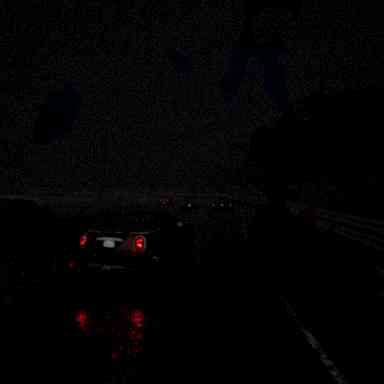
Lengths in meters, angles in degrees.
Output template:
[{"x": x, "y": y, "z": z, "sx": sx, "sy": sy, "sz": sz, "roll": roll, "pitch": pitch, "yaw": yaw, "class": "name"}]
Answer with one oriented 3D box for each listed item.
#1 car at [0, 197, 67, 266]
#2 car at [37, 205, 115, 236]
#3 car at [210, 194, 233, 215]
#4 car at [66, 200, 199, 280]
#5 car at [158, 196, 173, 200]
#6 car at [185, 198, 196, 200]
[{"x": -5.356, "y": 1.138, "z": 9.177, "sx": 2.150, "sy": 2.045, "sz": 5.566, "roll": 1, "pitch": 0, "yaw": 18, "class": "car"}, {"x": -6.286, "y": 1.469, "z": 18.719, "sx": 1.895, "sy": 1.301, "sz": 4.718, "roll": 1, "pitch": 0, "yaw": 13, "class": "car"}, {"x": 2.983, "y": 1.222, "z": 32.906, "sx": 2.097, "sy": 1.767, "sz": 4.553, "roll": 0, "pitch": 0, "yaw": 5, "class": "car"}, {"x": -1.416, "y": 1.295, "z": 10.184, "sx": 2.097, "sy": 1.767, "sz": 4.553, "roll": 0, "pitch": 0, "yaw": 17, "class": "car"}, {"x": -3.683, "y": 1.267, "z": 46.554, "sx": 1.837, "sy": 1.490, "sz": 4.892, "roll": 1, "pitch": 0, "yaw": -2, "class": "car"}, {"x": -0.194, "y": 1.388, "z": 38.128, "sx": 1.994, "sy": 1.385, "sz": 4.181, "roll": 1, "pitch": 0, "yaw": 2, "class": "car"}]
